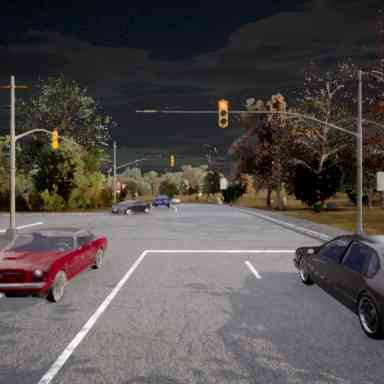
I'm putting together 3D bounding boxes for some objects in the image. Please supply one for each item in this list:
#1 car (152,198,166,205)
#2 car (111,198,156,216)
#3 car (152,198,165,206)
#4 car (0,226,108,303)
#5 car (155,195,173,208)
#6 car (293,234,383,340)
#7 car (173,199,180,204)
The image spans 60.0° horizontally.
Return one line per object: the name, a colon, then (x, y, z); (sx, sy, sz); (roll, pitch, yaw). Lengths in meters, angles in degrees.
car: (-8.292, 2.353, 83.522); (1.882, 1.535, 5.008); (0, -1, -25)
car: (-6.035, 1.516, 33.333); (1.837, 1.490, 4.892); (1, 0, 28)
car: (-6.784, 2.004, 66.814); (2.128, 1.511, 4.902); (0, -1, -11)
car: (-3.589, 1.601, 8.347); (1.895, 1.301, 4.718); (0, 0, 0)
car: (-4.536, 1.405, 51.202); (2.150, 2.045, 5.566); (0, -1, -5)
car: (3.609, 1.547, 6.472); (2.033, 1.411, 5.357); (0, 0, 0)
car: (-4.423, 2.365, 83.323); (1.812, 1.442, 4.674); (0, -1, -22)
